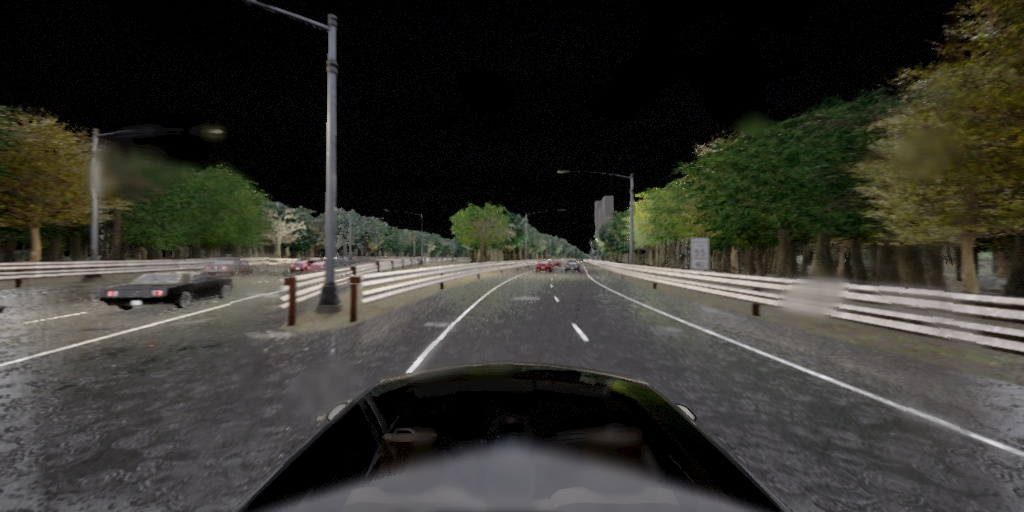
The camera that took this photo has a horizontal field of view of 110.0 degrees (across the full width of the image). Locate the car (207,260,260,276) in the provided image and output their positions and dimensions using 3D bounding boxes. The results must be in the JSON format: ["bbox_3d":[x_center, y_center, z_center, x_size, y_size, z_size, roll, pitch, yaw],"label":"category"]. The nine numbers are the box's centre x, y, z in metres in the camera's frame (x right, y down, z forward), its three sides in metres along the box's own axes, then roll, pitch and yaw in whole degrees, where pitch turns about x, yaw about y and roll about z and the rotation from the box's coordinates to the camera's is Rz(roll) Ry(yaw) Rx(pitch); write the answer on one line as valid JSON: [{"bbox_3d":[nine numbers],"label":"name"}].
[{"bbox_3d":[-24.141,1.089,31.128,2.033,1.411,5.357,1,0,-12],"label":"car"}]

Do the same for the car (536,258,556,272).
[{"bbox_3d":[4.247,1.283,46.333,1.882,1.535,5.008,0,0,11],"label":"car"}]

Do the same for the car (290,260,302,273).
[{"bbox_3d":[-21.997,1.087,38.329,1.812,1.442,4.674,1,0,-11],"label":"car"}]

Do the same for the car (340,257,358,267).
[{"bbox_3d":[-25.089,0.888,54.665,2.097,1.767,4.553,1,0,-9],"label":"car"}]

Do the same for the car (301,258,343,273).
[{"bbox_3d":[-17.469,1.132,33.233,1.812,1.442,4.674,1,0,-12],"label":"car"}]

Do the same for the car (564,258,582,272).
[{"bbox_3d":[7.875,1.358,46.709,1.812,1.442,4.674,0,0,11],"label":"car"}]

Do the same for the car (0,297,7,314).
[{"bbox_3d":[-14.747,1.179,7.627,2.033,1.411,5.357,1,0,-15],"label":"car"}]

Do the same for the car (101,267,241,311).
[{"bbox_3d":[-12.896,1.253,13.956,1.895,1.301,4.718,1,0,-15],"label":"car"}]
